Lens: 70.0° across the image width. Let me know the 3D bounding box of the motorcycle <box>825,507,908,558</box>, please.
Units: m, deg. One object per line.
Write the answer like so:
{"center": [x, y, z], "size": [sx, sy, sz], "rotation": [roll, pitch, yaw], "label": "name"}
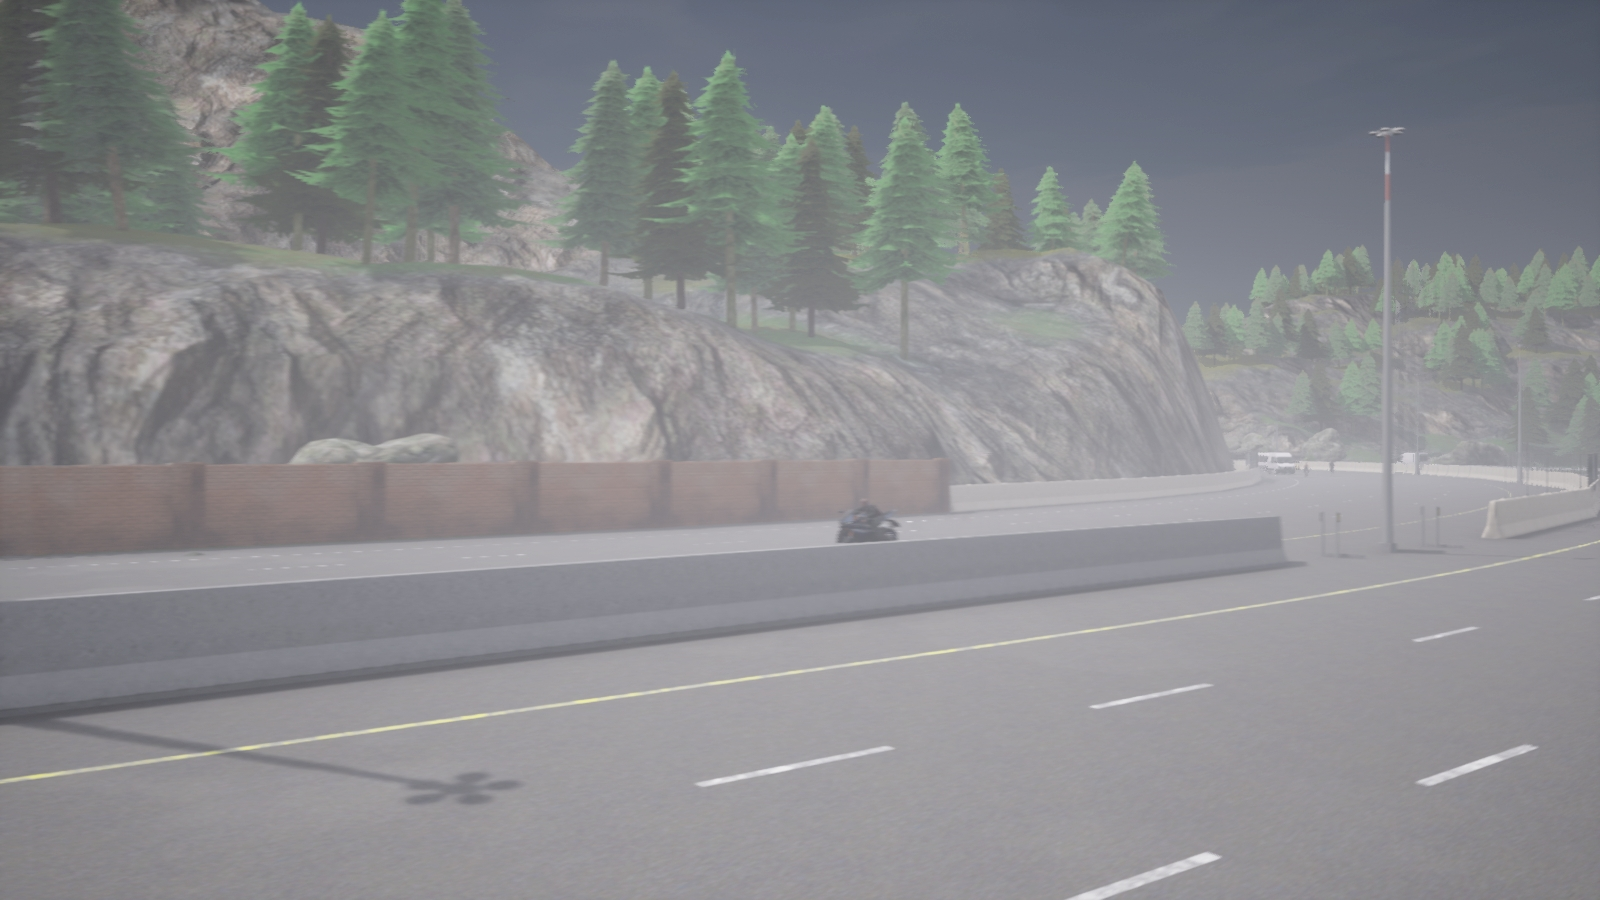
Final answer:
{"center": [1.824, 2.214, 31.054], "size": [2.209, 1.251, 0.867], "rotation": [0, -1, -39], "label": "motorcycle"}
